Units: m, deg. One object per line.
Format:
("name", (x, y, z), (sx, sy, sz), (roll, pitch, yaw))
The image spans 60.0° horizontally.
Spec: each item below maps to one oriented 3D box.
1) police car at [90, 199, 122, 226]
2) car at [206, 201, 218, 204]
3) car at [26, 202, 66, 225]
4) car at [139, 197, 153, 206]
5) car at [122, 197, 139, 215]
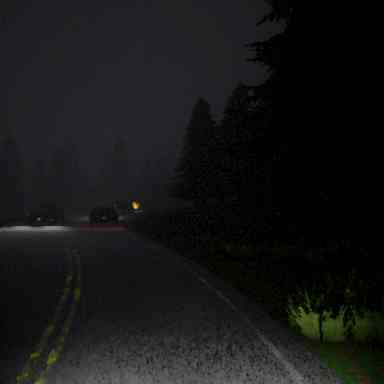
("police car", (-6.231, 1.421, 23.773), (1.930, 1.638, 5.238), (0, 0, -14))
("car", (3.072, 2.206, 54.261), (5.357, 1.411, 2.033), (6, -8, -39))
("car", (-10.213, 1.472, 23.526), (1.837, 1.490, 4.892), (0, 0, -11))
("car", (-6.089, 1.333, 38.468), (1.801, 1.575, 5.366), (-2, 0, 15))
("car", (-7.024, 1.433, 32.824), (1.837, 1.490, 4.892), (-1, 1, 4))
